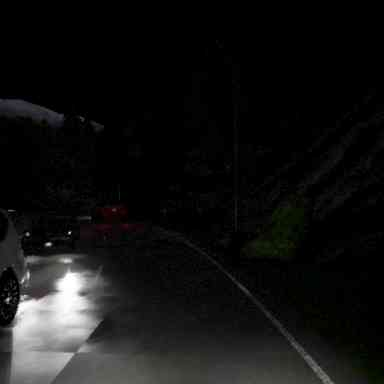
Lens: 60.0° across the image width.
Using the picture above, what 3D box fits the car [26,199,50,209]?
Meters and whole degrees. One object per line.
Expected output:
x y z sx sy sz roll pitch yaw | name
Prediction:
-18.619 1.564 38.525 4.902 1.511 2.128 0 0 30 | car

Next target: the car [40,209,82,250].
-5.875 1.624 14.404 1.895 1.301 4.718 0 0 -15 | car

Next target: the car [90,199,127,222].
-6.855 1.377 27.013 2.097 1.767 4.553 0 0 -28 | car

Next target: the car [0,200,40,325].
-4.029 1.239 4.093 2.150 2.045 5.566 0 0 -6 | car
